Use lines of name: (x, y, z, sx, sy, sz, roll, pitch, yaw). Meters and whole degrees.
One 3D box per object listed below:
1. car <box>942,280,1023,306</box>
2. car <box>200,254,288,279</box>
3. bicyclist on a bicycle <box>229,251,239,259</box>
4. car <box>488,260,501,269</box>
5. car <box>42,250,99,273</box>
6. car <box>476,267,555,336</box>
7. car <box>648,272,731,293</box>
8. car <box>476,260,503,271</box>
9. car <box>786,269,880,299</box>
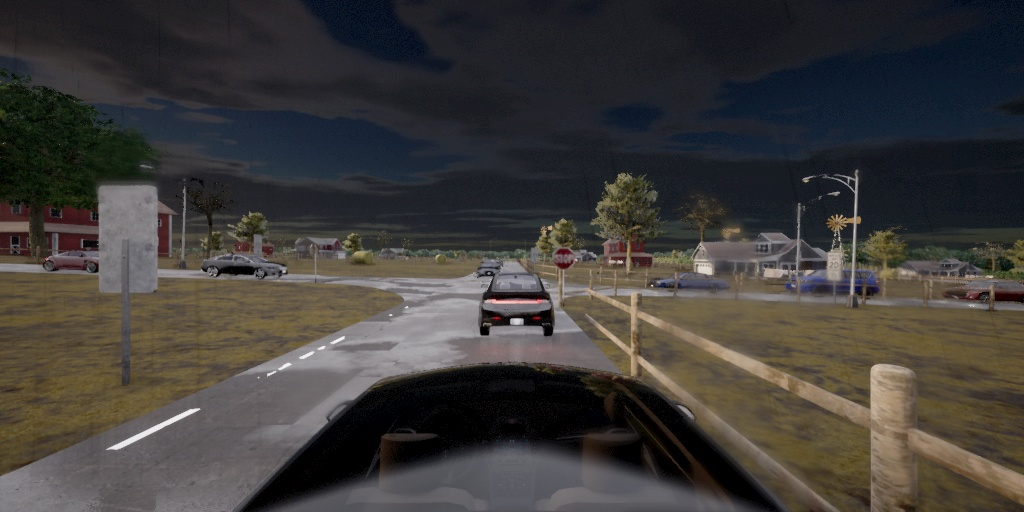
car: (34.379, 2.536, 25.993, 4.553, 1.767, 2.097, 2, 0, 0)
car: (-17.100, 0.645, 23.068, 4.902, 1.511, 2.128, 2, 0, 0)
bicyclist on a bicycle: (-22.577, 0.419, 29.056, 0.582, 1.620, 1.656, 2, 0, 0)
car: (-2.721, 1.312, 57.565, 1.837, 1.490, 4.892, 0, -1, 1)
car: (-27.149, 0.345, 23.073, 4.181, 1.385, 1.994, 2, 0, 0)
car: (0.111, 1.246, 10.383, 2.128, 1.511, 4.902, 0, 0, 0)
car: (12.783, 1.860, 25.972, 5.357, 1.411, 2.033, 2, 0, -1)
car: (-2.267, 1.340, 32.794, 1.994, 1.385, 4.181, 0, 0, -8)
car: (23.225, 1.949, 26.007, 5.566, 2.045, 2.150, 2, 0, 0)
